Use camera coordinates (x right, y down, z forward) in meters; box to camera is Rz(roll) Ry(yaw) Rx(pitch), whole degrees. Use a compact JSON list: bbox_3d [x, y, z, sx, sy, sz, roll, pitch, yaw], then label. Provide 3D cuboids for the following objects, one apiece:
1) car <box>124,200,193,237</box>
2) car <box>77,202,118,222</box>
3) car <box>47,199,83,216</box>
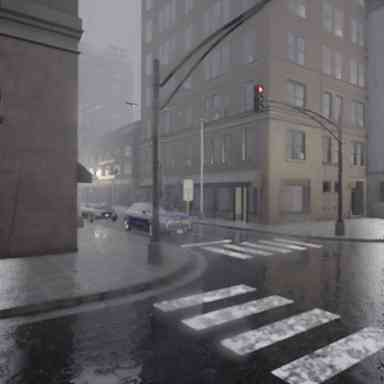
[{"bbox_3d":[-1.889,1.311,17.792,2.097,1.767,4.553,0,0,-36],"label":"car"},{"bbox_3d":[-7.185,1.475,25.193,1.994,1.385,4.181,0,0,-35],"label":"car"},{"bbox_3d":[-12.629,1.410,32.792,2.033,1.411,5.357,0,0,-36],"label":"car"}]
